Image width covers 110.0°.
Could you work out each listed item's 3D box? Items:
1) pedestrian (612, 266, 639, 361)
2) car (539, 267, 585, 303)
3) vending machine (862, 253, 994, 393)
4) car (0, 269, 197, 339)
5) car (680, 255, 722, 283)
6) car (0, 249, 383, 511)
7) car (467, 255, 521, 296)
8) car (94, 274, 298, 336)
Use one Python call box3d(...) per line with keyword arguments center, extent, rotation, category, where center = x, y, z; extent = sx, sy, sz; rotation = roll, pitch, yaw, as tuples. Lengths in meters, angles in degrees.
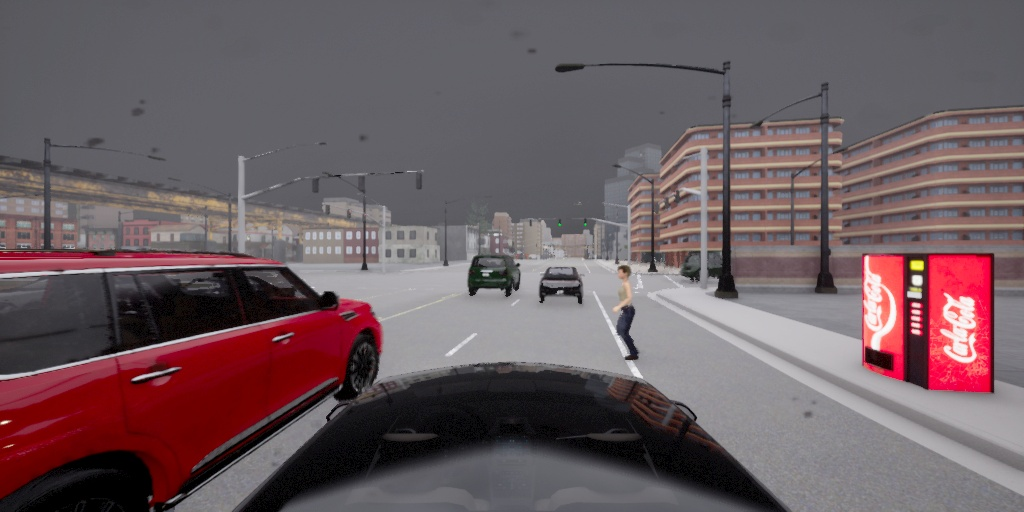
box3d(center=(2.185, 1.042, 6.866), extent=(0.375, 1.860, 0.375), rotation=(0, 0, 10), category="pedestrian")
box3d(center=(2.332, 1.236, 16.742), extent=(2.128, 1.511, 4.902), rotation=(0, 0, 10), category="car")
box3d(center=(6.175, 0.944, 5.418), extent=(1.100, 2.100, 0.880), rotation=(0, 0, 9), category="vending machine")
box3d(center=(-13.037, 1.240, 10.940), extent=(2.128, 1.511, 4.902), rotation=(0, 0, 9), category="car")
box3d(center=(15.699, 0.963, 26.943), extent=(5.566, 2.045, 2.150), rotation=(0, 0, 12), category="car")
box3d(center=(-3.189, 0.973, 3.299), extent=(2.150, 2.045, 5.566), rotation=(0, 0, 2), category="car")
box3d(center=(-0.848, 0.961, 19.517), extent=(2.150, 2.045, 5.566), rotation=(0, 0, 8), category="car")
box3d(center=(-9.424, 1.348, 11.391), extent=(1.895, 1.301, 4.718), rotation=(0, 0, 10), category="car")
